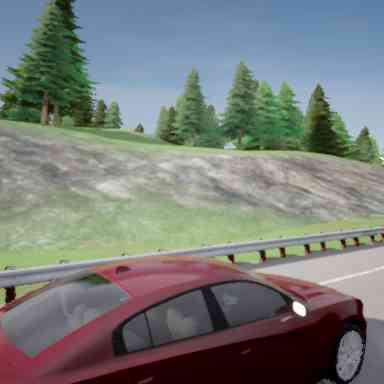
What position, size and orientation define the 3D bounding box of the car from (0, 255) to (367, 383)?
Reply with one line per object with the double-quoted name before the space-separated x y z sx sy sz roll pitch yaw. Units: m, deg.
"car" -0.001 1.482 3.699 5.008 1.535 1.882 0 0 -35
